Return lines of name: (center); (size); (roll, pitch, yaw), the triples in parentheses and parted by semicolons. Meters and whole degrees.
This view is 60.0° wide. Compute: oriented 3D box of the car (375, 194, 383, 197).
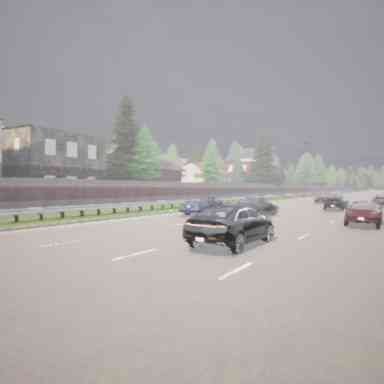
car: (22.353, 0.979, 39.054); (2.128, 1.511, 4.902); (2, 1, 32)

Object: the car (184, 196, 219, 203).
car: (1.105, 1.025, 24.901); (2.033, 1.411, 5.357); (2, 1, 32)

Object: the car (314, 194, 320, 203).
car: (18.147, 0.889, 45.528); (1.895, 1.301, 4.718); (2, 1, 32)

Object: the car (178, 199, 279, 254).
car: (1.542, 1.241, 12.414); (2.128, 1.511, 4.902); (2, 1, 32)

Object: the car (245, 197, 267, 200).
car: (4.622, 1.097, 23.926); (2.033, 1.411, 5.357); (2, 1, 32)

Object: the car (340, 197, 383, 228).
car: (10.319, 1.246, 19.837); (1.812, 1.442, 4.674); (2, 1, 32)

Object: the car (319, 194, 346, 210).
car: (14.275, 1.008, 32.748); (1.837, 1.490, 4.892); (2, 1, 32)
